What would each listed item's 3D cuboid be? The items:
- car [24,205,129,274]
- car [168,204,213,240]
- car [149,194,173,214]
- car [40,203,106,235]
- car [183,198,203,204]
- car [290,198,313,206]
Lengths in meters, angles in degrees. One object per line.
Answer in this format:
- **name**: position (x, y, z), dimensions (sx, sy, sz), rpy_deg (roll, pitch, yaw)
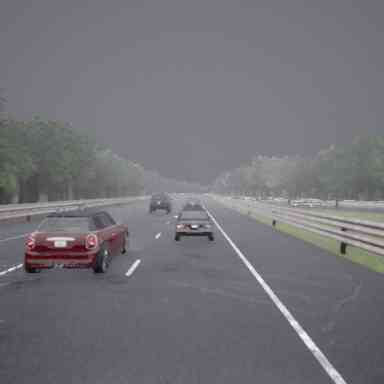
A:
- **car**: position (-3.401, 1.359, 10.723), dimensions (2.097, 1.767, 4.553), rpy_deg (0, 0, 0)
- **car**: position (0.102, 1.561, 17.081), dimensions (2.033, 1.411, 5.357), rpy_deg (0, 0, 0)
- **car**: position (-3.401, 1.272, 36.835), dimensions (2.150, 2.045, 5.566), rpy_deg (0, 0, 0)
- **car**: position (-6.892, 1.501, 19.929), dimensions (2.128, 1.511, 4.902), rpy_deg (1, 0, 0)
- **car**: position (0.100, 1.403, 37.084), dimensions (2.097, 1.767, 4.553), rpy_deg (0, 0, 0)
- **car**: position (19.162, 1.765, 58.679), dimensions (1.837, 1.490, 4.892), rpy_deg (0, 0, -18)
